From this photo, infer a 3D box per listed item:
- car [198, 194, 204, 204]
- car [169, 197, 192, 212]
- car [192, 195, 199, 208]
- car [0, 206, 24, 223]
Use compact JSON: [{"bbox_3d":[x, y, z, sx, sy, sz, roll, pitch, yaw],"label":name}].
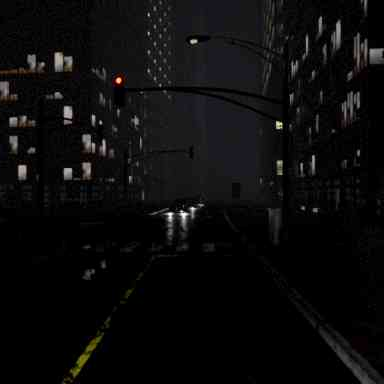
[{"bbox_3d":[1.022,1.274,61.230,2.097,1.767,4.553,0,0,8],"label":"car"},{"bbox_3d":[-1.448,1.494,37.854,1.812,1.442,4.674,0,0,5],"label":"car"},{"bbox_3d":[-0.483,1.476,48.334,1.812,1.442,4.674,0,0,6],"label":"car"},{"bbox_3d":[-16.444,1.850,28.063,4.403,1.369,2.008,-1,1,10],"label":"car"}]
